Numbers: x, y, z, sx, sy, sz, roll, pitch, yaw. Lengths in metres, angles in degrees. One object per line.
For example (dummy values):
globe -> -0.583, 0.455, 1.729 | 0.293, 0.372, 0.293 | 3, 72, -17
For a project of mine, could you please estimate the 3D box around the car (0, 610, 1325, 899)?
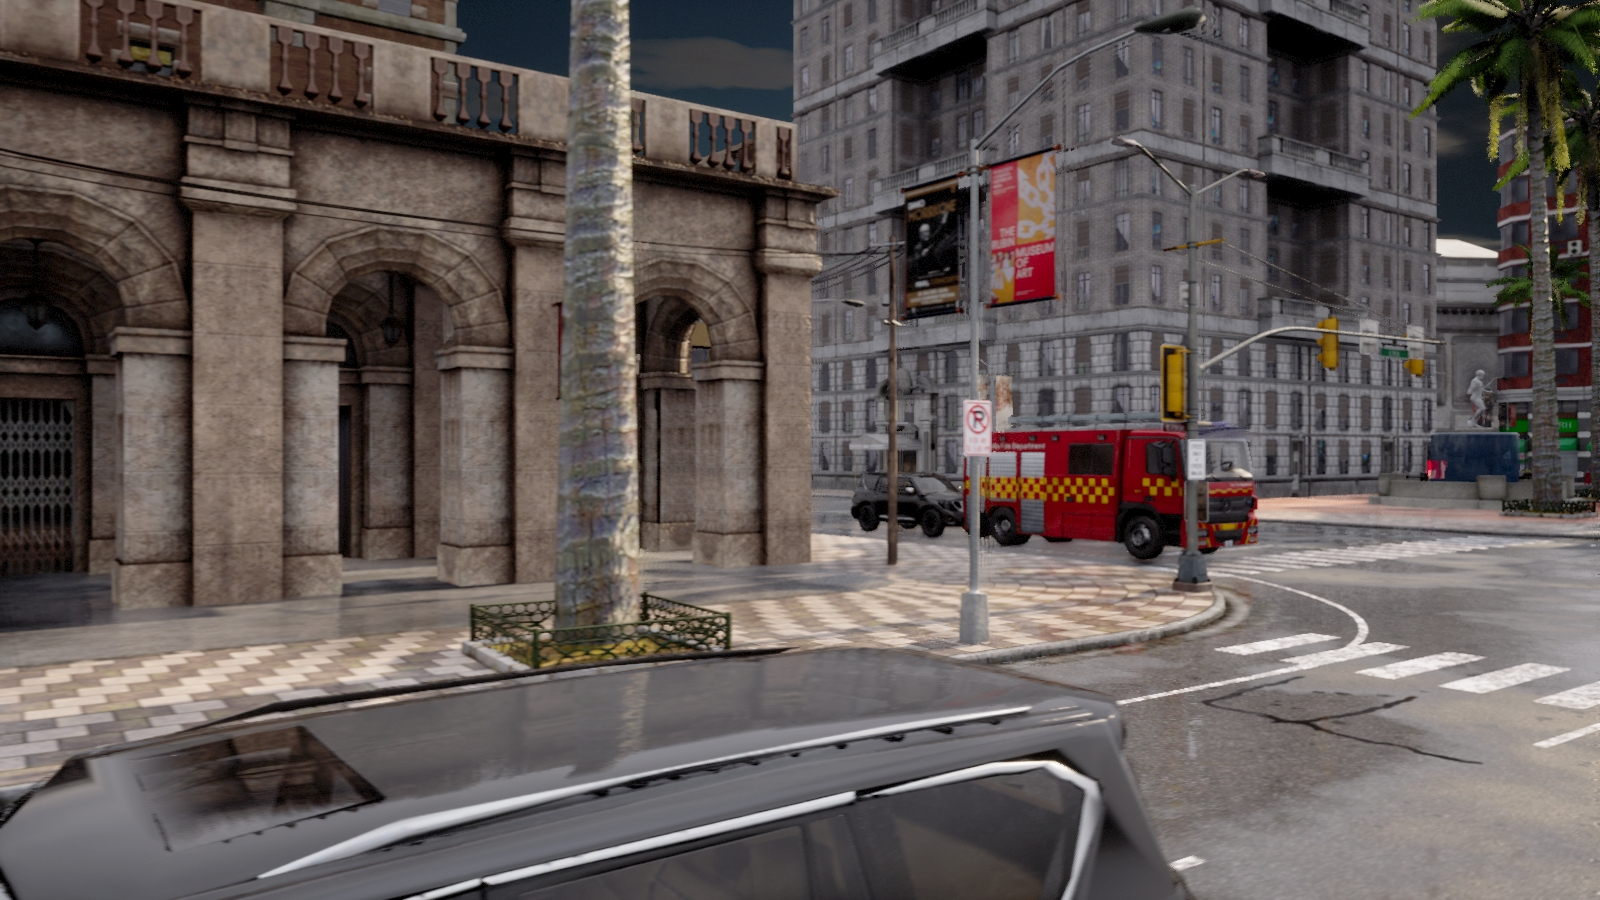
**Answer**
car -> -1.223, 1.780, 2.927 | 5.566, 2.045, 2.150 | 0, 0, -35

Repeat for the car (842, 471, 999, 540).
car -> 3.990, 1.791, 38.796 | 2.150, 2.045, 5.566 | 0, 0, -35

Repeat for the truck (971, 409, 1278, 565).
truck -> 8.805, 0.902, 32.277 | 2.891, 3.827, 8.468 | 0, 0, -34

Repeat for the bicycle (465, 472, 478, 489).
bicycle -> -24.062, 2.223, 83.686 | 0.329, 1.171, 1.835 | 0, 0, -37
